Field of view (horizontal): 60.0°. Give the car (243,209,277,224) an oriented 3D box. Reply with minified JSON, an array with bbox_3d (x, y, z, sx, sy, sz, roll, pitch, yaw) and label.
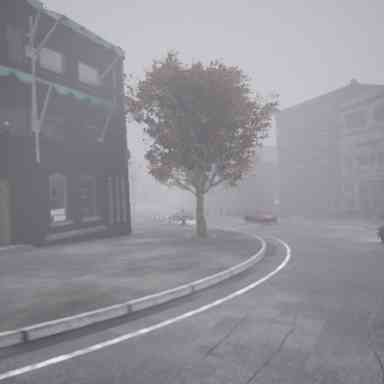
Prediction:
[{"bbox_3d":[6.766,2.391,33.683,1.994,1.385,4.181,-3,-2,-19],"label":"car"}]

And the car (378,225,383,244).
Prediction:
[{"bbox_3d":[9.477,1.702,14.144,1.994,1.385,4.181,-2,-2,14],"label":"car"}]

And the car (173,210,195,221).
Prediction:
[{"bbox_3d":[-1.158,3.131,45.135,1.994,1.385,4.181,-3,-1,-20],"label":"car"}]
